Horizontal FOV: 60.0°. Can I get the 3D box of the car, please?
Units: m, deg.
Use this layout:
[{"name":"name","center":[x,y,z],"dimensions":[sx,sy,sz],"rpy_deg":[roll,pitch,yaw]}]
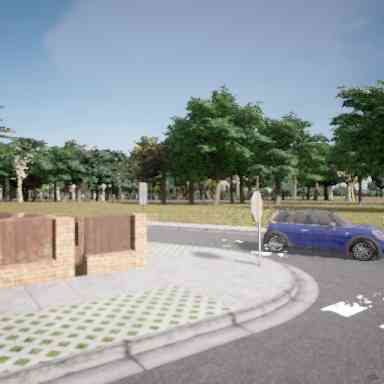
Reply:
[{"name":"car","center":[5.137,1.483,12.905],"dimensions":[4.553,1.767,2.097],"rpy_deg":[0,0,31]}]
